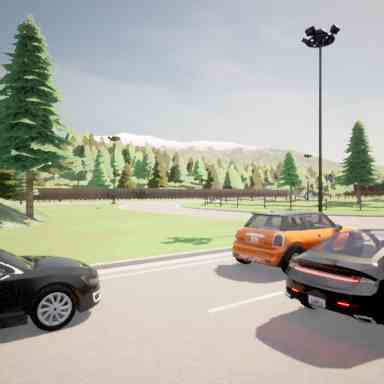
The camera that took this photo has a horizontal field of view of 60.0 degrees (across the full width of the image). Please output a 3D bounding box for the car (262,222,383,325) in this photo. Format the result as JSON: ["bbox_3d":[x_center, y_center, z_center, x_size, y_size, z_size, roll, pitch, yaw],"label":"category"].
[{"bbox_3d":[3.928,1.490,6.576,4.902,1.511,2.128,0,0,-35],"label":"car"}]

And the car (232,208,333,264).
[{"bbox_3d":[3.493,1.350,10.552,4.553,1.767,2.097,0,0,-35],"label":"car"}]

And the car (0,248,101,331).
[{"bbox_3d":[-3.929,1.505,5.243,4.892,1.490,1.837,0,0,-35],"label":"car"}]
